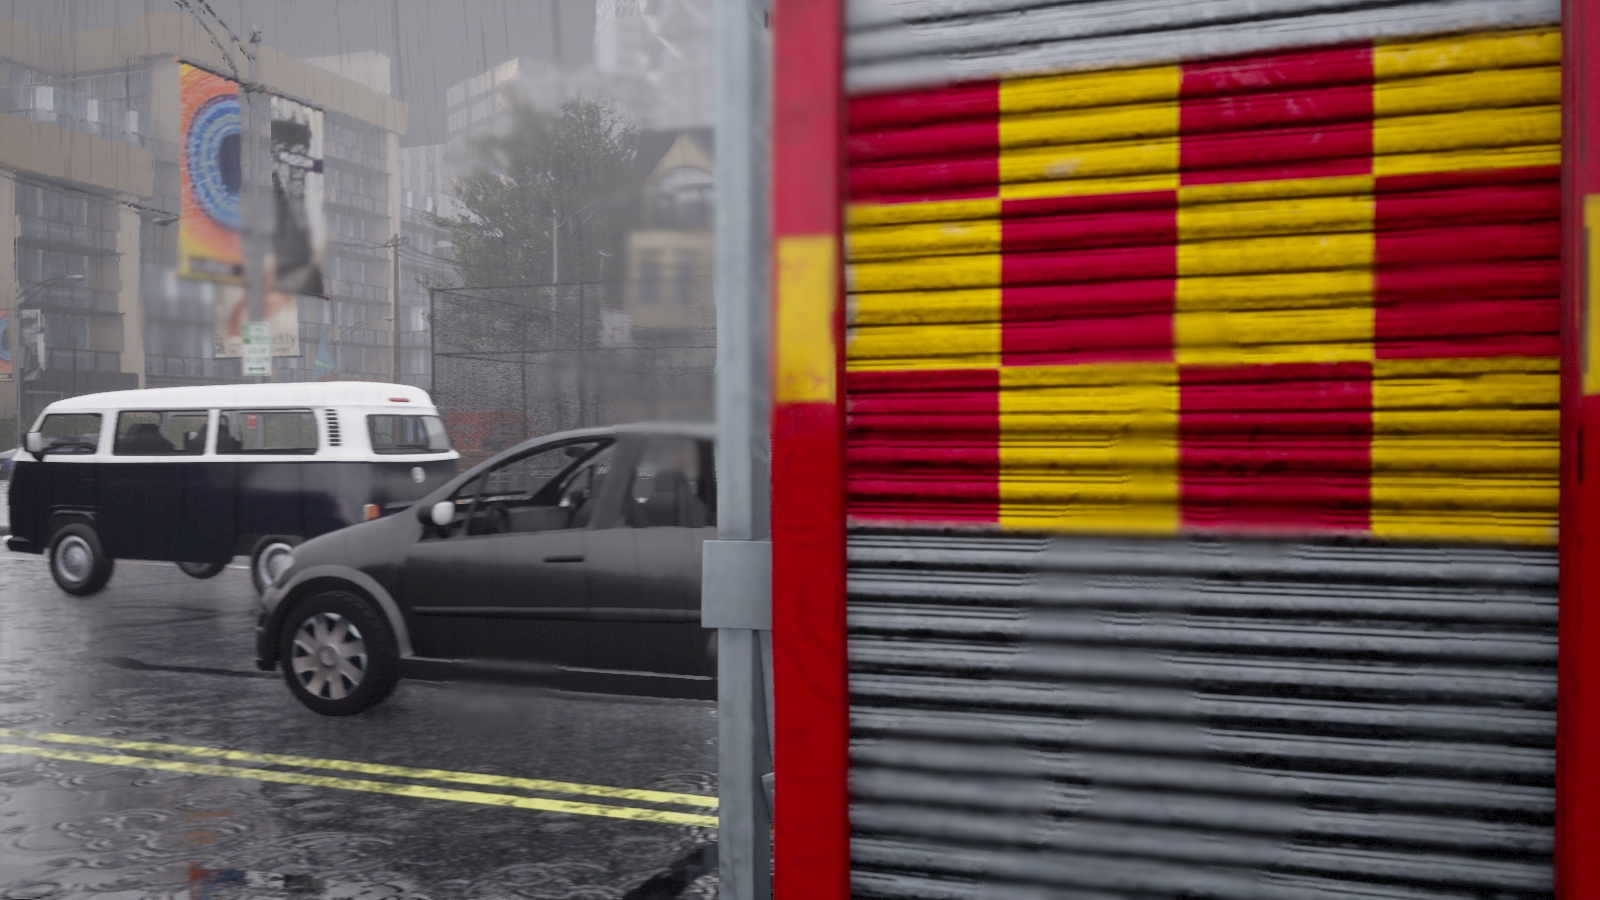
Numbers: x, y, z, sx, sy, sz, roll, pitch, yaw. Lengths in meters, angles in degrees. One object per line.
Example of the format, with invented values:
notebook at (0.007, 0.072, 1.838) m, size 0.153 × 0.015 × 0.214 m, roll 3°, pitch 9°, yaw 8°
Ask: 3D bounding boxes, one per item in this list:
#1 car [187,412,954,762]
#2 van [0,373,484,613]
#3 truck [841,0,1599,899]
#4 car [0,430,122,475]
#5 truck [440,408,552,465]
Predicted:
car at (-1.261, 0.603, 7.309) m, size 3.988 × 1.617 × 1.851 m, roll 1°, pitch 1°, yaw 19°
van at (-5.628, 0.331, 12.385) m, size 4.480 × 2.038 × 2.069 m, roll 1°, pitch 1°, yaw 20°
truck at (4.532, -0.348, 1.651) m, size 8.468 × 3.827 × 2.891 m, roll 1°, pitch 1°, yaw 19°
car at (-25.813, 0.049, 43.320) m, size 1.816 × 1.474 × 4.193 m, roll 1°, pitch 1°, yaw 18°
truck at (-13.868, -0.636, 57.658) m, size 2.627 × 2.467 × 5.204 m, roll 1°, pitch 1°, yaw 18°
